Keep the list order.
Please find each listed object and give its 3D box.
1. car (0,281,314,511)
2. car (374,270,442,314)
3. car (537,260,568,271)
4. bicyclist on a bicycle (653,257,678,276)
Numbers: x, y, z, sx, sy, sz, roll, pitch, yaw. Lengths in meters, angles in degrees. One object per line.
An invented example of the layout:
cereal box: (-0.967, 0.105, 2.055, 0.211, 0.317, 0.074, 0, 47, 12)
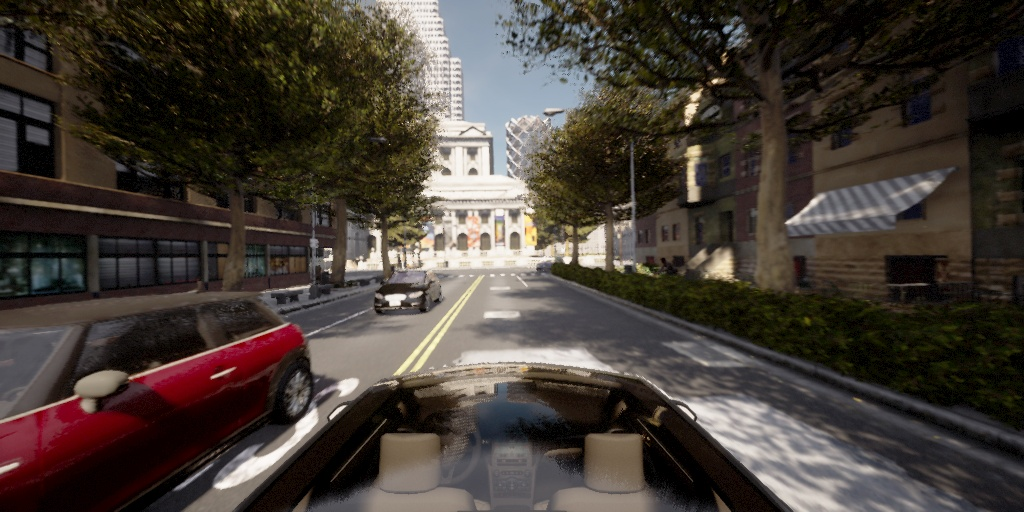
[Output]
car: (-3.706, 1.189, 2.843, 2.097, 1.767, 4.553, -1, 0, 1)
car: (-4.029, 1.329, 14.496, 2.128, 1.511, 4.902, -1, 0, -2)
car: (5.192, 1.158, 44.854, 4.181, 1.385, 1.994, -1, 0, -19)
bicyclist on a bicycle: (6.763, 0.878, 15.680, 1.656, 1.620, 0.582, -1, 0, -2)
